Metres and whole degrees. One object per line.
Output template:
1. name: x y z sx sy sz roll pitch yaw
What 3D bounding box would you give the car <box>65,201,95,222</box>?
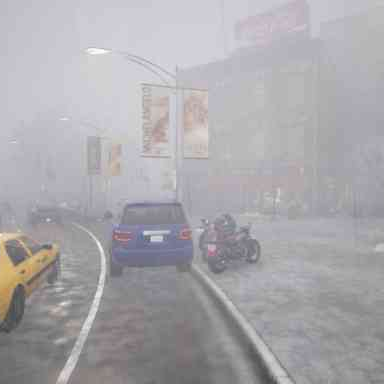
1. car: -10.641 1.512 29.304 2.002 1.452 4.674 0 0 -38

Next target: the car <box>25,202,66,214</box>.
1. car: -10.415 1.498 23.288 1.837 1.490 4.892 1 0 -31

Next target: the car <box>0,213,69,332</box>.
1. car: -3.948 1.452 6.575 1.801 1.575 5.366 0 0 -10

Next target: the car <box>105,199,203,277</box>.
1. car: -1.533 1.219 10.591 2.150 2.045 5.566 0 0 -15

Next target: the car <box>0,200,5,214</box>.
1. car: -13.085 1.467 20.996 1.882 1.535 5.008 0 0 -30

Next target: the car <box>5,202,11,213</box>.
1. car: -21.352 1.545 36.117 4.181 1.385 1.994 0 0 41
